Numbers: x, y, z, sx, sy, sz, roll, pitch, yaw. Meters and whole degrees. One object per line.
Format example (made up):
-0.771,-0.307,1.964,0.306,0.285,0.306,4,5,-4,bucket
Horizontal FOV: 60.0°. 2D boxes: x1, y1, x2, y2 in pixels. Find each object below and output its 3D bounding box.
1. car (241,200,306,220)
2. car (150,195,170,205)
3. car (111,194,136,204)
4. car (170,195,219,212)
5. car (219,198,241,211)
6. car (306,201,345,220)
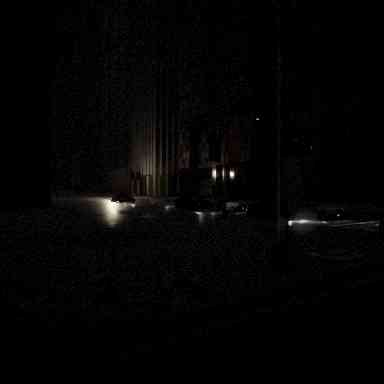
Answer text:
6.130,1.325,25.528,1.994,1.385,4.181,0,1,-36,car
-3.865,1.095,45.374,1.895,1.301,4.718,0,1,-36,car
-10.080,0.952,48.608,2.033,1.411,5.357,0,1,-35,car
0.136,1.106,34.041,1.882,1.535,5.008,0,0,-35,car
3.790,1.262,34.493,1.895,1.301,4.718,0,1,-35,car
9.535,1.390,26.365,1.895,1.301,4.718,0,1,-36,car
